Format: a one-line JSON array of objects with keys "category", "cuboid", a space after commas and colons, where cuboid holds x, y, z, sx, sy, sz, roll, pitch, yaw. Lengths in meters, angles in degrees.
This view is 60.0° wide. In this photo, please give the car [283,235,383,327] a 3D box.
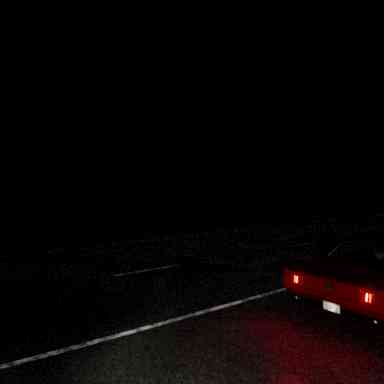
[{"category": "car", "cuboid": [4.051, 1.532, 6.615, 4.718, 1.301, 1.895, -1, 1, -35]}]
